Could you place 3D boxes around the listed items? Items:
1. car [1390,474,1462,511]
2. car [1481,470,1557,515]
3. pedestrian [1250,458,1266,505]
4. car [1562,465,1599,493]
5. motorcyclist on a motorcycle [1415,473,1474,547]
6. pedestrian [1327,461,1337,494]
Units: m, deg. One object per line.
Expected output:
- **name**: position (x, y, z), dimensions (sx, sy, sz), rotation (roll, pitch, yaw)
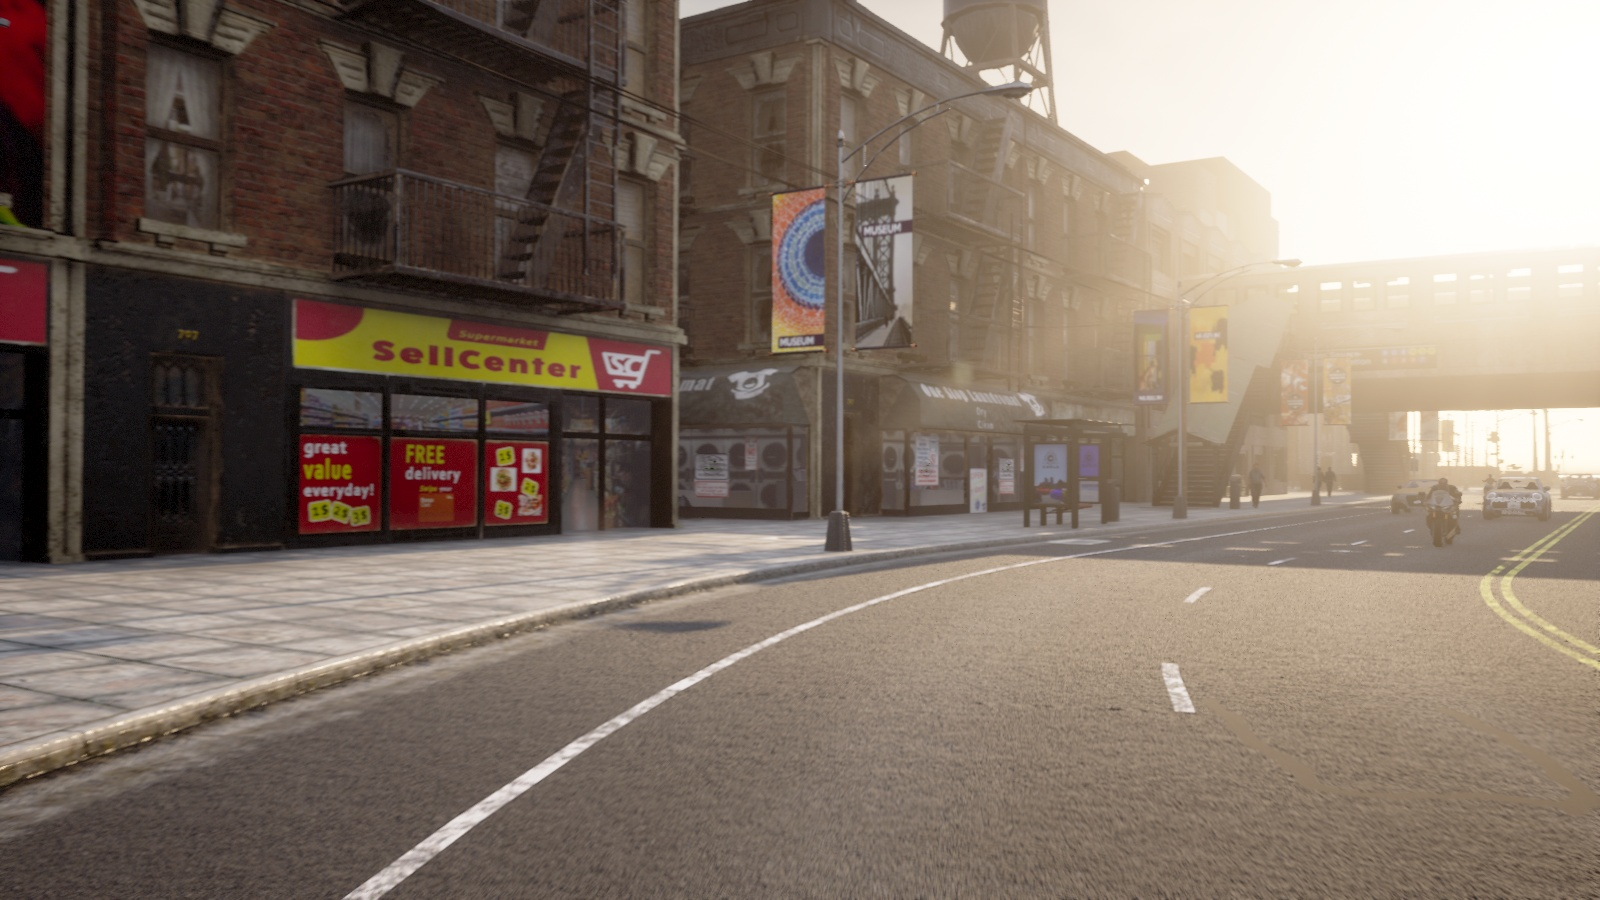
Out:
- **car**: position (24.557, 1.628, 49.174), dimensions (1.994, 1.385, 4.181), rotation (-1, -1, 34)
- **car**: position (24.858, 1.432, 43.364), dimensions (1.970, 1.475, 3.806), rotation (-1, -1, 34)
- **pedestrian**: position (18.186, 1.252, 49.879), dimensions (0.540, 1.848, 0.694), rotation (-1, -1, 23)
- **car**: position (51.689, 1.906, 82.883), dimensions (2.097, 1.767, 4.553), rotation (-1, -1, 34)
- **motorcyclist on a motorcycle**: position (14.020, 1.265, 27.294), dimensions (0.866, 1.530, 2.191), rotation (-1, -1, 34)
- **pedestrian**: position (31.127, 1.609, 73.487), dimensions (0.423, 1.949, 0.788), rotation (-1, -1, 27)
